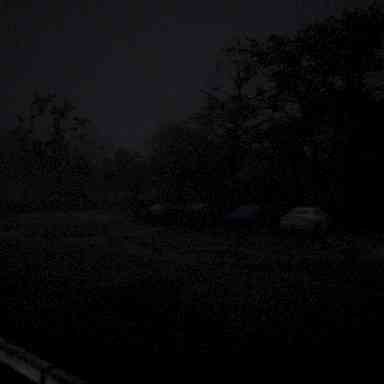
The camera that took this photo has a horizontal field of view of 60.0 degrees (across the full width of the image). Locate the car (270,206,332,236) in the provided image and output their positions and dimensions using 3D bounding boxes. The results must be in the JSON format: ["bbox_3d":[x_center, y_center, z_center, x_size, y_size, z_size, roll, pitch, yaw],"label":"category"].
[{"bbox_3d":[6.229,1.493,18.096,2.002,1.452,4.674,0,0,36],"label":"car"}]

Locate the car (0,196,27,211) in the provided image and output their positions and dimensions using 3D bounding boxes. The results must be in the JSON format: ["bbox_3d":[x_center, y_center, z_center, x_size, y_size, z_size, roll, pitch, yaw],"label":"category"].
[{"bbox_3d":[-21.439,1.312,37.914,2.185,1.767,4.553,0,0,35],"label":"car"}]

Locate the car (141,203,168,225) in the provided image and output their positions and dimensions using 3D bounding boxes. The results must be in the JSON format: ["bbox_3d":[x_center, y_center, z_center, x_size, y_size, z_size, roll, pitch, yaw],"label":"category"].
[{"bbox_3d":[-1.661,1.489,23.735,2.002,1.452,4.674,0,0,36],"label":"car"}]

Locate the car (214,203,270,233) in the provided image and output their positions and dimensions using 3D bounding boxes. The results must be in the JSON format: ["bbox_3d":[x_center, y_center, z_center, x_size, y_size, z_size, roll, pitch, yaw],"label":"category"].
[{"bbox_3d":[3.672,1.451,19.933,2.097,1.535,5.008,0,0,36],"label":"car"}]

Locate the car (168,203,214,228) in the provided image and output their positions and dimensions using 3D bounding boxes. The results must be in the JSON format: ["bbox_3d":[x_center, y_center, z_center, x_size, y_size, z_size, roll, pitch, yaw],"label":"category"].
[{"bbox_3d":[1.003,1.451,21.828,2.231,1.521,4.892,0,0,36],"label":"car"}]
